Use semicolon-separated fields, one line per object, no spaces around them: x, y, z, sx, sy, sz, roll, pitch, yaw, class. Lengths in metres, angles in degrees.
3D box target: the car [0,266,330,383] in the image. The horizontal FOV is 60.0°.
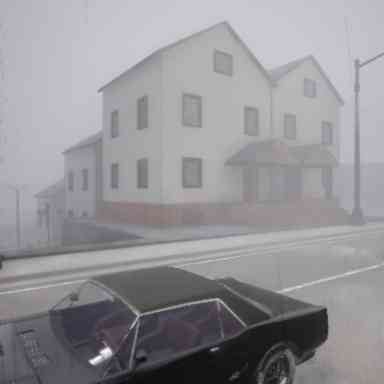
-0.731;1.598;3.440;4.718;1.301;1.895;0;0;-35;car
